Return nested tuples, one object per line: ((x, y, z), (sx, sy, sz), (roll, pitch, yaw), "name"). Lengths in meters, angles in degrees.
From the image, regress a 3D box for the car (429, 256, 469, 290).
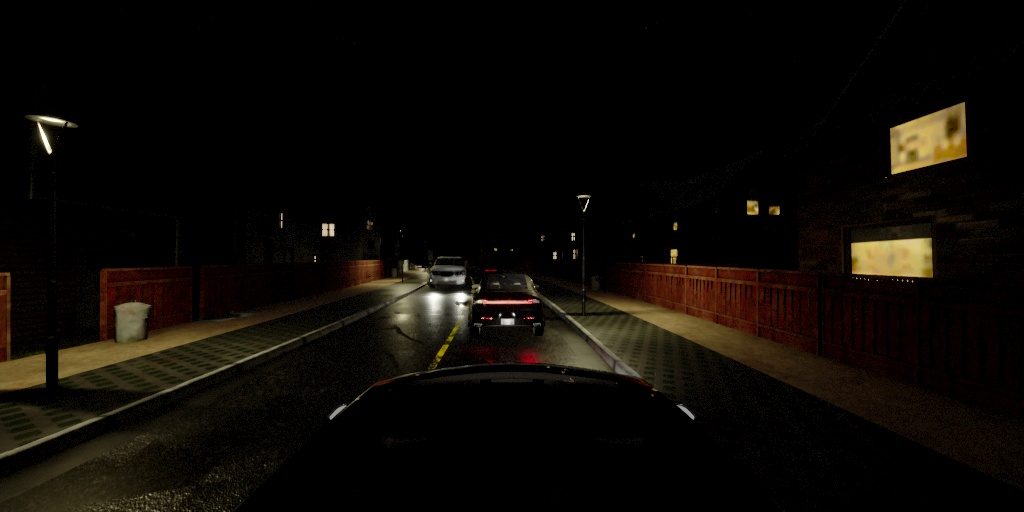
((-4.044, 1.005, 23.374), (2.150, 2.045, 5.566), (0, 0, -6), "car")

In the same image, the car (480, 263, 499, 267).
((-1.952, 1.327, 30.565), (1.837, 1.490, 4.892), (0, 0, -7), "car")

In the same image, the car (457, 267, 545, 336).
((-0.173, 1.249, 10.382), (2.128, 1.511, 4.902), (0, 0, -2), "car")
